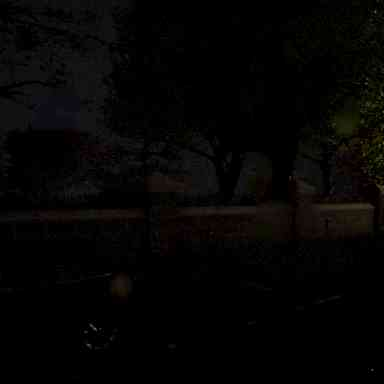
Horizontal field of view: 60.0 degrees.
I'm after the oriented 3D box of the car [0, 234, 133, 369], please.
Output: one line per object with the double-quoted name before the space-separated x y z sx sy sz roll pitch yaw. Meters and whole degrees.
"car" -2.980 1.440 4.437 4.097 1.590 1.967 1 0 -35
